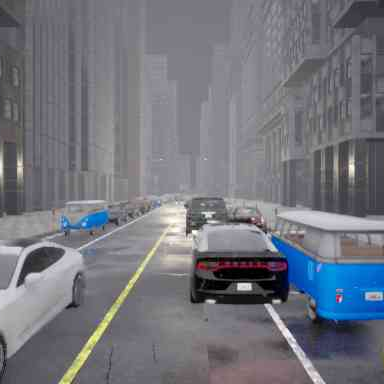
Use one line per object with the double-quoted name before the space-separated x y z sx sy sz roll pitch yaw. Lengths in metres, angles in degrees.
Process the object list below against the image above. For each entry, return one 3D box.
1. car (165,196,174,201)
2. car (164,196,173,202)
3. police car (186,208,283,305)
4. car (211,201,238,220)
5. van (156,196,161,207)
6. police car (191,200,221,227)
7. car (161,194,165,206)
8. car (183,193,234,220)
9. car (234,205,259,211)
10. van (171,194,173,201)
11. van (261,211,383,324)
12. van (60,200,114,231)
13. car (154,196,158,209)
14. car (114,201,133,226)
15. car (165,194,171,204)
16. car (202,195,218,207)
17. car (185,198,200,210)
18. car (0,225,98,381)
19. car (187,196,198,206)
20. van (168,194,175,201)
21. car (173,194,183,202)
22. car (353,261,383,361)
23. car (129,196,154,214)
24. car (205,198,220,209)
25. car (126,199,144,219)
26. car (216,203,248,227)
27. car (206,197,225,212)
"car" -5.670 1.623 85.801 2.008 1.369 4.403 0 0 0
"car" -5.677 1.591 79.995 1.752 1.417 4.829 0 0 0
"police car" 0.908 1.432 8.318 1.930 1.638 5.238 0 0 0
"car" 2.792 1.574 29.436 2.008 1.369 4.403 0 0 0
"van" -5.715 1.378 46.345 1.690 1.788 3.998 0 0 0
"police car" 0.926 1.444 24.319 1.930 1.638 5.238 0 0 0
"car" -5.708 1.481 51.982 1.967 1.590 4.097 0 0 0
"car" 0.753 1.230 18.232 2.150 2.045 5.566 0 0 0
"car" 2.779 1.454 18.164 1.967 1.590 4.097 0 0 0
"van" -5.683 1.401 74.529 1.690 1.788 3.998 0 0 0
"van" 2.766 1.346 6.891 1.690 1.788 3.998 0 0 0
"van" -5.746 1.355 18.162 1.690 1.788 3.998 0 0 0
"car" -5.721 1.577 40.708 1.887 1.381 4.507 0 0 0
"car" -5.739 1.584 23.798 1.947 1.339 4.313 0 0 0
"car" -5.696 1.491 63.256 1.967 1.590 4.097 0 0 0
"car" 2.816 1.356 51.982 2.192 1.841 5.009 0 0 0
"car" 0.086 1.540 45.041 1.837 1.490 4.892 0 0 1
"car" -3.095 1.529 5.187 1.812 1.442 4.674 0 0 0
"car" 0.064 1.551 58.054 1.837 1.490 4.892 0 0 0
"van" -5.665 1.420 91.438 1.690 1.788 3.998 0 0 0
"car" -2.916 1.625 75.571 1.994 1.385 4.181 0 0 0
"car" 2.760 1.526 1.425 1.752 1.417 4.829 0 0 0
"car" -5.728 1.342 35.071 2.192 1.841 5.009 0 0 0
"car" 2.811 1.602 46.345 1.947 1.339 4.313 0 0 0
"car" -5.733 1.589 29.435 1.947 1.339 4.313 0 0 0
"car" 2.786 1.544 23.970 1.752 1.417 4.829 0 0 0
"car" 2.804 1.472 40.708 1.967 1.590 4.097 0 0 0
